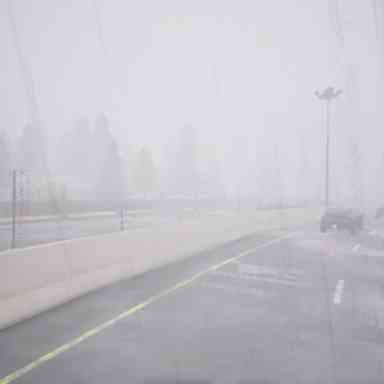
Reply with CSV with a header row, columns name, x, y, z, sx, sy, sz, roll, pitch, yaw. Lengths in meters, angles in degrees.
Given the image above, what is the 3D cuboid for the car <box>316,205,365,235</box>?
name,x,y,z,sx,sy,sz,roll,pitch,yaw
car,9.194,1.665,20.223,1.837,1.490,4.892,0,-1,34

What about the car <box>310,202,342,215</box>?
name,x,y,z,sx,sy,sz,roll,pitch,yaw
car,15.752,1.867,39.011,4.181,1.385,1.994,1,0,-44

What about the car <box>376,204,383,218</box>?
name,x,y,z,sx,sy,sz,roll,pitch,yaw
car,19.416,1.823,32.424,1.812,1.442,4.674,0,0,45

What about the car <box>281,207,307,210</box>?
name,x,y,z,sx,sy,sz,roll,pitch,yaw
car,13.265,1.817,41.471,4.674,1.442,1.812,1,-1,-44
